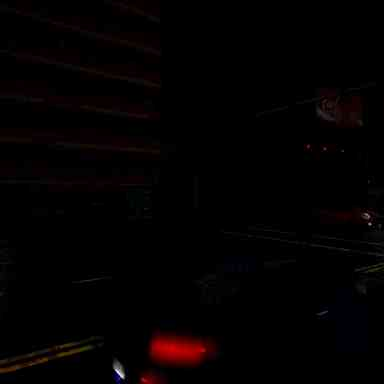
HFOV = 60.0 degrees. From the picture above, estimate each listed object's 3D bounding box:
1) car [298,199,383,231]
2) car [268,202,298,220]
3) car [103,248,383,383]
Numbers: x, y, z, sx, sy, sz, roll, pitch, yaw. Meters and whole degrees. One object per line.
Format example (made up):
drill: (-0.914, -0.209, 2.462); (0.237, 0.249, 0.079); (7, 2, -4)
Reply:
car: (9.329, 1.352, 20.668); (2.097, 1.767, 4.553); (0, 0, -36)
car: (8.406, 1.564, 27.938); (1.994, 1.385, 4.181); (0, 0, -36)
car: (1.162, 1.526, 4.570); (4.674, 1.442, 1.812); (0, 0, -36)
